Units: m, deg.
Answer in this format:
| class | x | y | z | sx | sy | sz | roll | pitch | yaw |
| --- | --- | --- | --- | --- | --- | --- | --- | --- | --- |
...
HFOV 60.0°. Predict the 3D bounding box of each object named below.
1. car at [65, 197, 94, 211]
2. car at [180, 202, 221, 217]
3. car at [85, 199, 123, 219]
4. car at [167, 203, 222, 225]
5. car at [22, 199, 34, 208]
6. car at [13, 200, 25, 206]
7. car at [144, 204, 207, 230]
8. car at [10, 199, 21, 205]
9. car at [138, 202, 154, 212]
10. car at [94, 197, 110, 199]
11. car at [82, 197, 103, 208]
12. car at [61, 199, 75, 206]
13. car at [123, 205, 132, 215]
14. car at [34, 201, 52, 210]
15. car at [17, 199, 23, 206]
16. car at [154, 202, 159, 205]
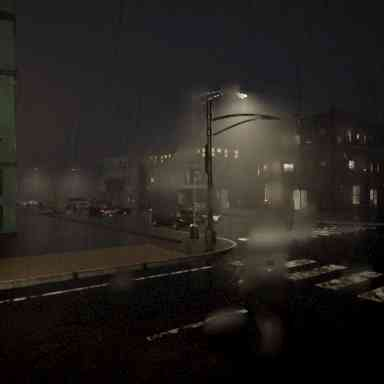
| class | x | y | z | sx | sy | sz | roll | pitch | yaw |
| --- | --- | --- | --- | --- | --- | --- | --- | --- | --- |
| car | -17.215 | 1.796 | 50.362 | 2.150 | 2.045 | 5.566 | -1 | -1 | -35 |
| car | 0.813 | 1.807 | 34.955 | 2.008 | 1.369 | 4.403 | -2 | 0 | -36 |
| car | -9.224 | 1.845 | 34.583 | 1.967 | 1.590 | 4.097 | -1 | 0 | -36 |
| car | 0.313 | 1.724 | 25.712 | 2.128 | 1.511 | 4.902 | -1 | 0 | -36 |
| car | -31.754 | 2.374 | 66.104 | 2.008 | 1.369 | 4.403 | -1 | 0 | -36 |
| car | -41.411 | 2.546 | 79.613 | 2.008 | 1.369 | 4.403 | -1 | 0 | -36 |
| car | -1.250 | 1.813 | 23.224 | 1.947 | 1.339 | 4.313 | -2 | 0 | -36 |
| car | -44.629 | 2.596 | 84.115 | 1.887 | 1.381 | 4.507 | -1 | 0 | -36 |
| car | -5.623 | 1.964 | 43.961 | 1.802 | 1.307 | 4.206 | -2 | 0 | -36 |
| car | -15.380 | 2.030 | 53.167 | 1.882 | 1.535 | 5.008 | -1 | 0 | -35 |
| car | -18.505 | 1.937 | 61.972 | 2.192 | 1.841 | 5.009 | -1 | 0 | -36 |
| car | -28.156 | 2.362 | 75.482 | 1.947 | 1.339 | 4.313 | -1 | 0 | -36 |
| car | -8.615 | 2.008 | 38.214 | 1.895 | 1.301 | 4.718 | -1 | 0 | -36 |
| car | -25.218 | 2.231 | 56.959 | 1.752 | 1.417 | 4.829 | -1 | 0 | -36 |
| car | -38.194 | 2.378 | 75.109 | 1.967 | 1.590 | 4.097 | -1 | 0 | -36 |
| car | -2.405 | 1.901 | 39.459 | 1.802 | 1.307 | 4.206 | -2 | 0 | -36 |
